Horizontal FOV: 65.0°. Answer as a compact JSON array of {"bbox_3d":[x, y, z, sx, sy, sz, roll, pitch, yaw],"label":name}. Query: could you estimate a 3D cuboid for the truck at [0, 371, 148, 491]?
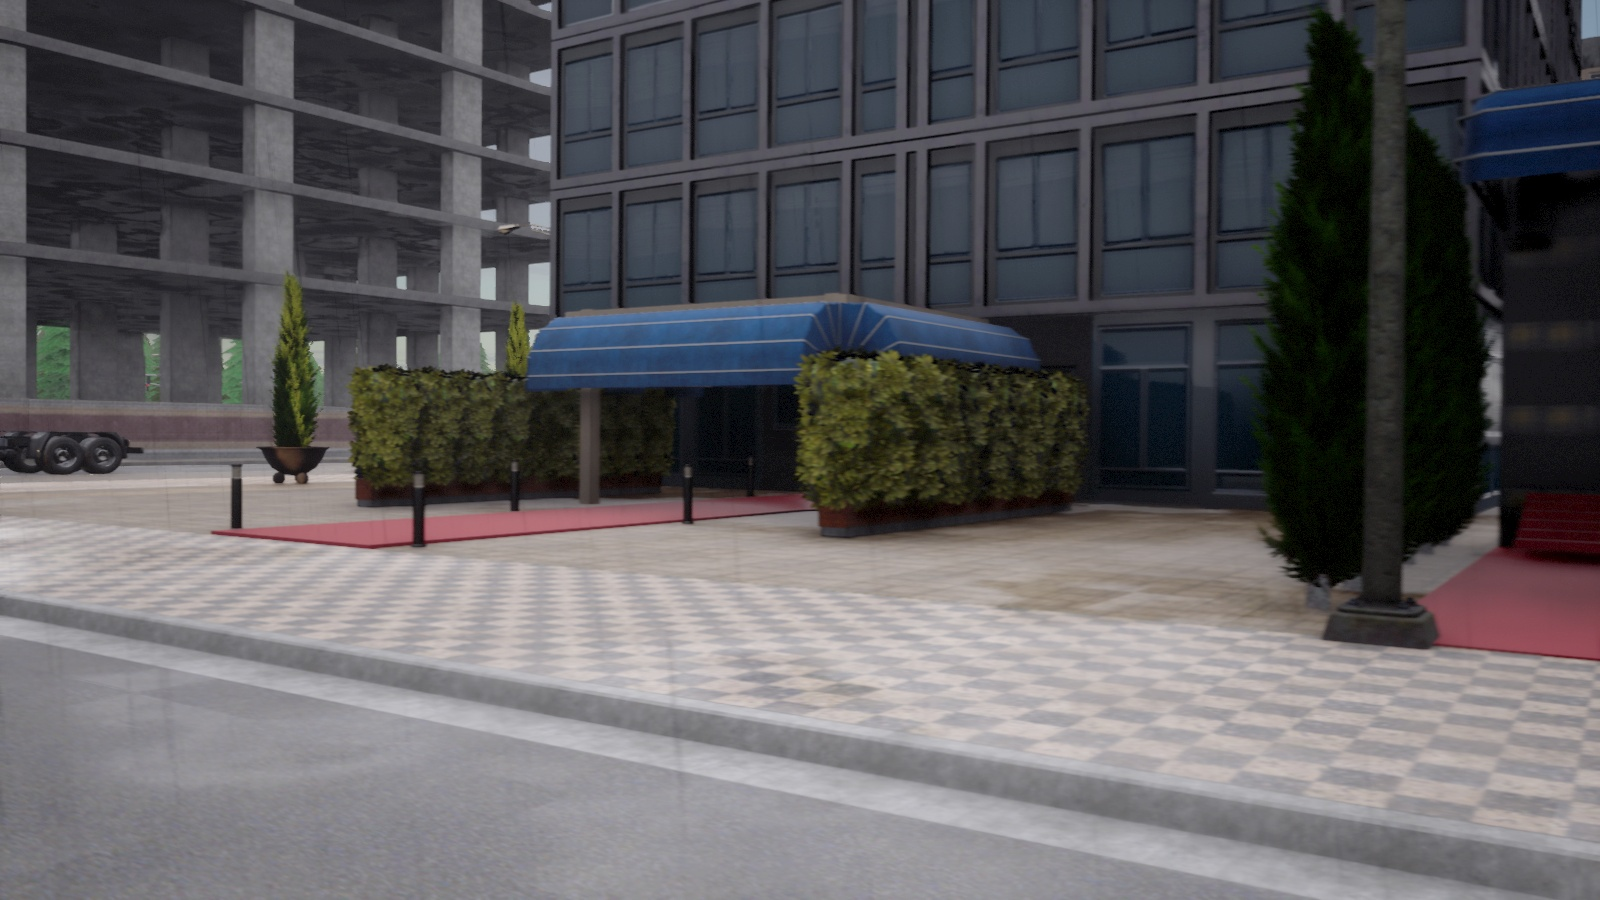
[{"bbox_3d":[-24.119,-0.542,37.362,2.891,3.462,7.936,0,1,34],"label":"truck"}]
